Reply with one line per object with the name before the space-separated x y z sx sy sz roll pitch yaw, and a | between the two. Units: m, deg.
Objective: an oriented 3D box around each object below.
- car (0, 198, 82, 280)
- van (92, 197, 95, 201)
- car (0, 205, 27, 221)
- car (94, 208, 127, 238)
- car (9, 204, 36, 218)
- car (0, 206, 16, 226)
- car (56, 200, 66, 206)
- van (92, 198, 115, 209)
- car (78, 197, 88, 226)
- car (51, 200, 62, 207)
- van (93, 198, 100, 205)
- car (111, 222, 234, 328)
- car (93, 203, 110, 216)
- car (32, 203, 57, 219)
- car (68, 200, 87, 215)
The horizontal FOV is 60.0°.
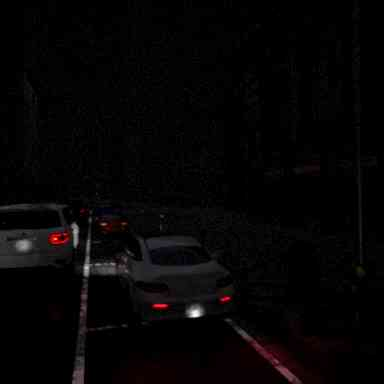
car | -4.815 1.365 10.544 2.150 2.045 5.566 0 0 -17
van | -12.586 1.894 45.594 1.690 1.788 3.998 0 -1 -17
car | -17.589 2.008 32.559 1.887 1.381 4.507 0 -1 -17
car | -4.613 1.808 19.143 1.802 1.307 4.206 0 -1 -17
car | -19.186 2.074 37.848 1.887 1.381 4.507 0 -1 -17
car | -15.993 1.943 27.270 1.887 1.381 4.507 0 -1 -17
car | -33.223 2.678 84.450 1.887 1.381 4.507 0 -1 -17
van | -7.803 1.697 29.725 1.690 1.788 3.998 0 -1 -17
car | -9.566 1.557 26.289 2.150 2.045 5.566 0 -1 -17
car | -30.125 2.522 74.157 1.752 1.417 4.829 0 -1 -17
van | -23.566 2.365 81.953 1.690 1.788 3.998 0 -1 -17
car | -0.621 1.601 7.201 1.812 1.442 4.674 0 -1 -17
car | -10.990 2.032 40.301 1.887 1.381 4.507 0 -1 -17
car | -15.611 1.983 35.373 1.837 1.490 4.892 0 -1 -16
car | -14.395 1.883 41.964 2.097 1.767 4.553 0 -1 -17
